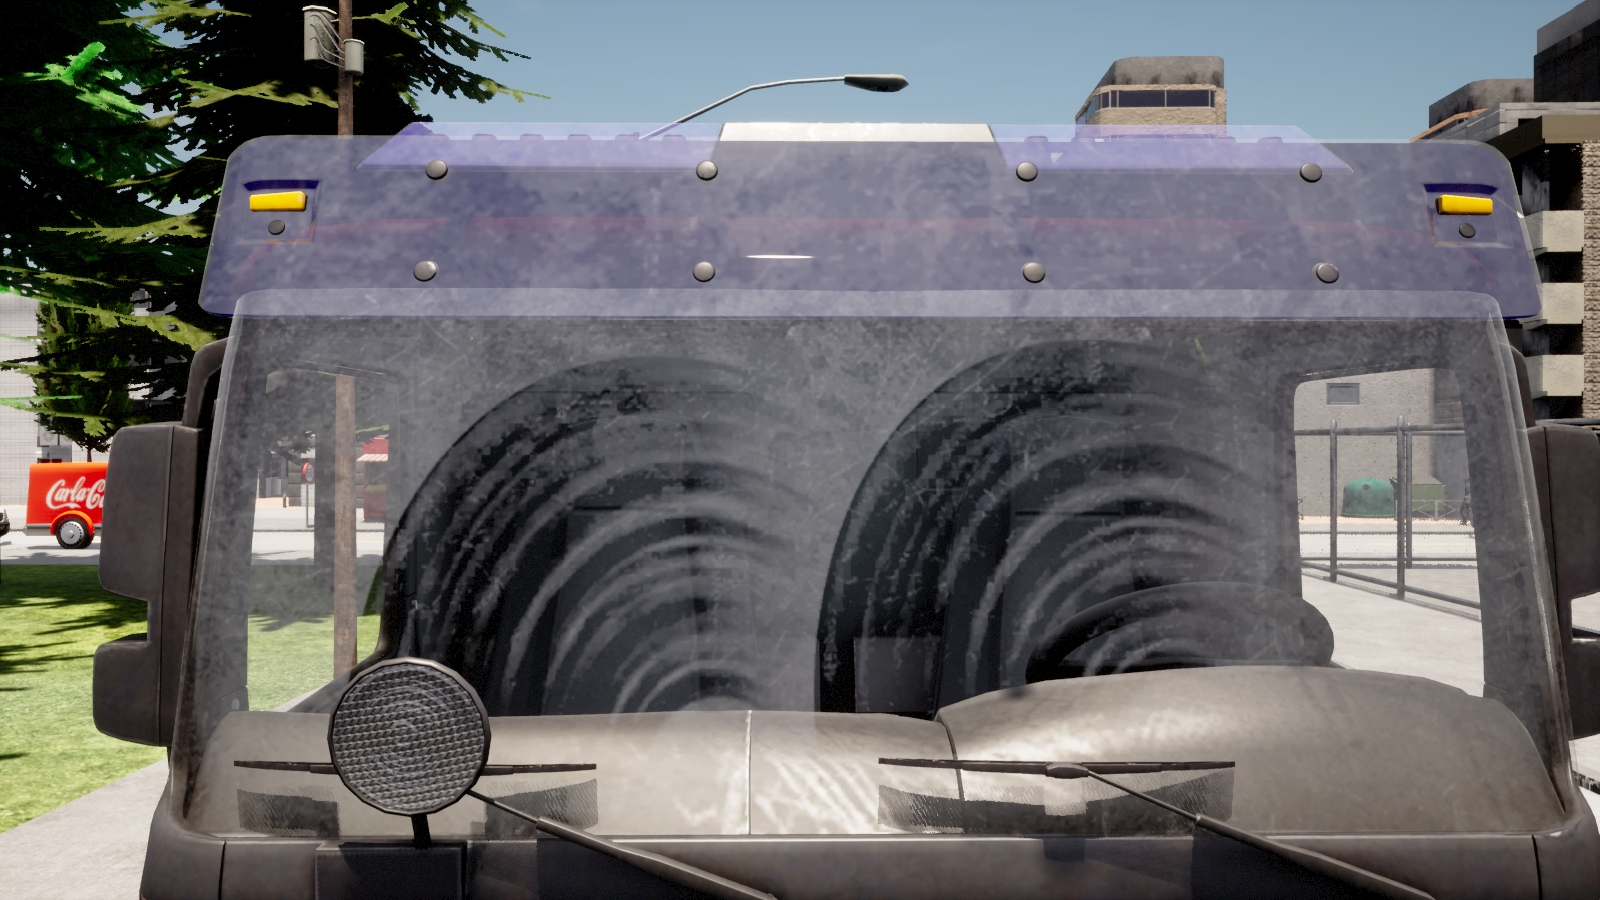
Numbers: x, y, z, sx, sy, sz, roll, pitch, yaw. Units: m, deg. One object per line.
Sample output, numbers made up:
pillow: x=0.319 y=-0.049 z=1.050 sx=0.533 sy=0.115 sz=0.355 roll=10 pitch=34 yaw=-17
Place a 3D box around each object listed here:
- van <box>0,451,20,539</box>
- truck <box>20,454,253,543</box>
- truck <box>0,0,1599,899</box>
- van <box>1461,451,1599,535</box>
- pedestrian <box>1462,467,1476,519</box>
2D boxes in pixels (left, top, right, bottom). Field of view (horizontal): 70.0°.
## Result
van: x=-26.239 y=1.314 z=33.169 sx=5.915 sy=2.561 sz=1.988 roll=0 pitch=0 yaw=2
truck: x=-19.012 y=1.348 z=32.943 sx=5.204 sy=2.467 sz=2.627 roll=0 pitch=0 yaw=1
truck: x=0.092 y=0.670 z=5.580 sx=2.891 sy=3.827 sz=8.468 roll=0 pitch=0 yaw=-1
van: x=24.242 y=1.314 z=35.747 sx=5.915 sy=2.561 sz=1.988 roll=0 pitch=0 yaw=1
pedestrian: x=23.889 y=1.523 z=40.784 sx=0.375 sy=1.860 sz=0.375 roll=0 pitch=0 yaw=19
